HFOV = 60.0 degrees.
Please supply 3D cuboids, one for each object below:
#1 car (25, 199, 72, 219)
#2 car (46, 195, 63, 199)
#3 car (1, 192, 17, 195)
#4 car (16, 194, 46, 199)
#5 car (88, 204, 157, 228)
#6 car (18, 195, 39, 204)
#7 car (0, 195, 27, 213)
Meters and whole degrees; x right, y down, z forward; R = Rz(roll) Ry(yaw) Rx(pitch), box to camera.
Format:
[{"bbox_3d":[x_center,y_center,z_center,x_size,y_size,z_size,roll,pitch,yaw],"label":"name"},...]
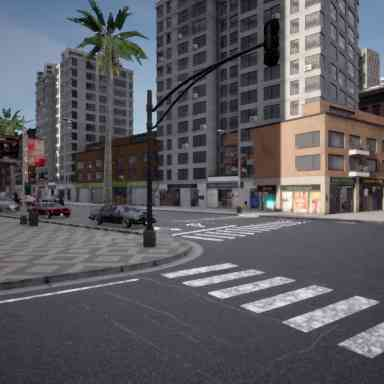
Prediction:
[{"bbox_3d":[-12.386,1.537,28.836,4.718,1.301,1.895,0,0,41],"label":"car"},{"bbox_3d":[-21.207,1.184,50.404,4.553,1.767,2.097,0,0,45],"label":"car"},{"bbox_3d":[-30.291,0.991,54.724,2.150,2.045,5.566,0,0,-44],"label":"car"},{"bbox_3d":[-23.199,1.361,47.806,4.674,1.442,1.812,0,0,45],"label":"car"},{"bbox_3d":[-4.818,1.523,22.387,5.357,1.411,2.033,0,0,40],"label":"car"},{"bbox_3d":[-28.251,1.270,57.286,1.837,1.490,4.892,0,0,-44],"label":"car"},{"bbox_3d":[-20.143,1.386,35.805,4.902,1.511,2.128,0,0,43],"label":"car"}]
